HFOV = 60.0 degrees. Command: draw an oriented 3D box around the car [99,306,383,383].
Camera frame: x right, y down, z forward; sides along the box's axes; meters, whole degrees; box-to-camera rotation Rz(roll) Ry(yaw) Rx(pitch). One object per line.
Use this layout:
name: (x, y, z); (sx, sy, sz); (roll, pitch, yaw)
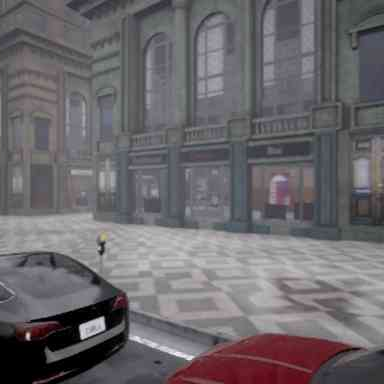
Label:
car: (1.775, 1.544, 1.694); (4.507, 1.381, 1.887); (0, 0, 35)

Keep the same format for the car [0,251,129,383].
car: (-2.813, 1.569, 4.967); (4.313, 1.339, 1.947); (0, 0, 35)
